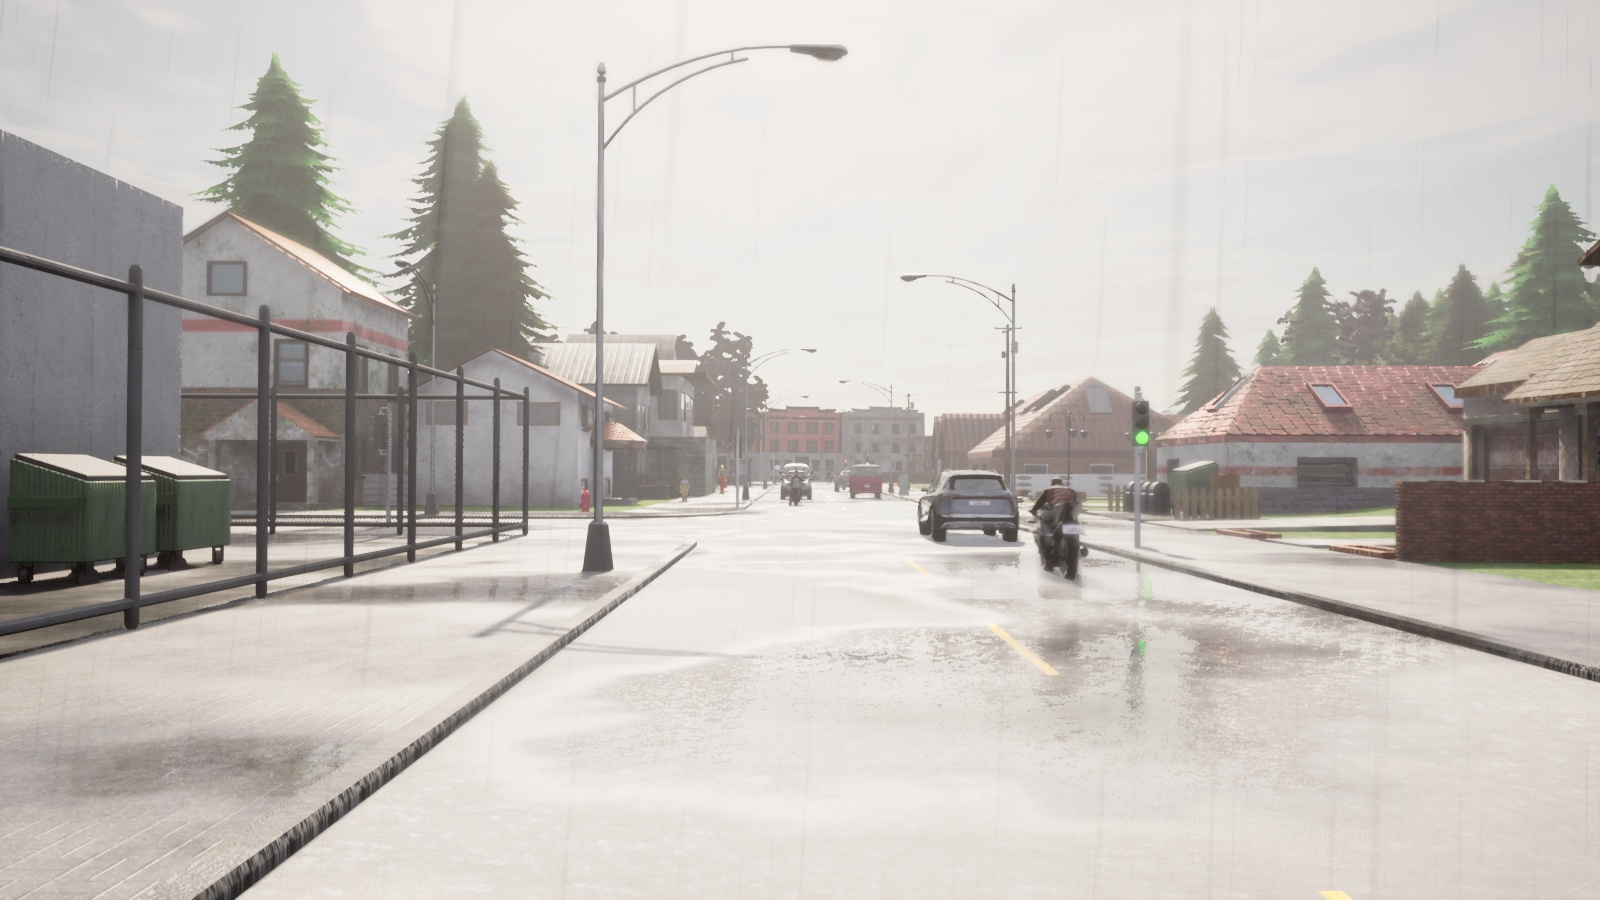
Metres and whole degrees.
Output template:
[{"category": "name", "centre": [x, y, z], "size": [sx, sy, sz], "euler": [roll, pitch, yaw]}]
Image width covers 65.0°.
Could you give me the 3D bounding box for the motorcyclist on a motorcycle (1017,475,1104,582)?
[{"category": "motorcyclist on a motorcycle", "centre": [3.947, 1.156, 19.203], "size": [0.866, 1.530, 2.191], "euler": [0, -1, 0]}]

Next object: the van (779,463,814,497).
[{"category": "van", "centre": [-0.217, 1.853, 78.354], "size": [2.069, 2.038, 4.480], "euler": [0, -1, 0]}]

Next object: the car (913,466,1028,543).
[{"category": "car", "centre": [3.917, 1.226, 29.662], "size": [2.033, 1.649, 4.856], "euler": [0, -1, 0]}]

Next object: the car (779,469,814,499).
[{"category": "car", "centre": [-0.193, 1.885, 69.867], "size": [1.851, 1.617, 3.988], "euler": [0, -1, 0]}]

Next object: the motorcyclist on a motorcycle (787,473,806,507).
[{"category": "motorcyclist on a motorcycle", "centre": [-0.158, 1.809, 57.182], "size": [0.866, 1.530, 2.191], "euler": [0, -1, 0]}]

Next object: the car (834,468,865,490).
[{"category": "car", "centre": [3.734, 2.192, 96.265], "size": [2.152, 1.651, 5.027], "euler": [0, -1, 0]}]

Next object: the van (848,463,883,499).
[{"category": "van", "centre": [3.797, 1.781, 73.220], "size": [1.775, 1.987, 4.442], "euler": [0, -1, 0]}]
